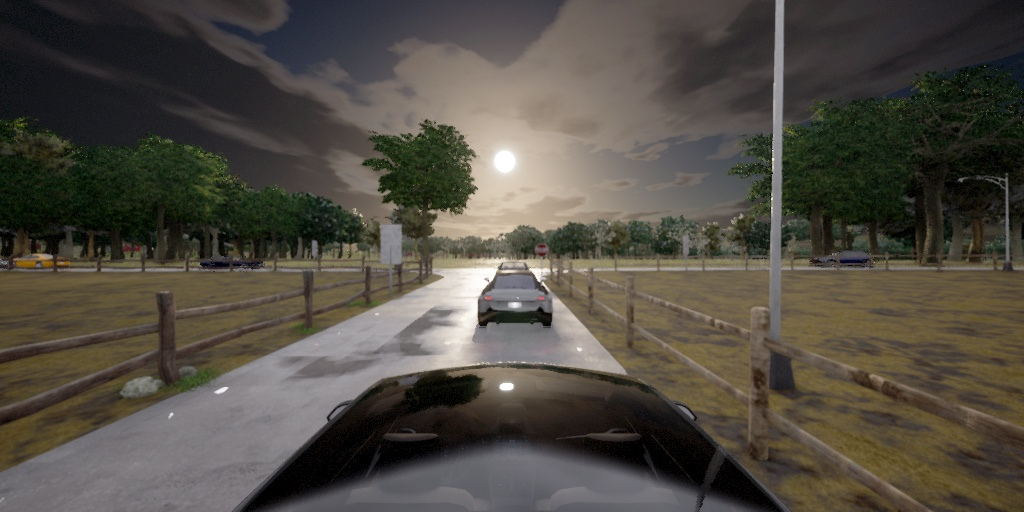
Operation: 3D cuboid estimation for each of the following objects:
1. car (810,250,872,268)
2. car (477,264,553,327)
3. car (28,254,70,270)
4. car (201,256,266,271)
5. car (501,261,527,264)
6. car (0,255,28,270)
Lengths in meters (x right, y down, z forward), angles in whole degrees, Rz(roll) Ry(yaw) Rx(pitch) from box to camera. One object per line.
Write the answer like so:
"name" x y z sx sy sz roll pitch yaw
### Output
"car" 31.812 0.267 34.834 4.553 1.767 2.097 0 0 7
"car" 0.084 1.108 10.656 1.994 1.385 4.181 0 1 0
"car" -47.091 0.559 35.582 5.008 1.535 1.882 0 0 1
"car" -25.296 0.680 32.708 4.718 1.301 1.895 0 0 0
"car" 0.102 0.951 20.110 1.895 1.301 4.718 0 1 1
"car" -48.348 0.559 32.751 4.902 1.511 2.128 0 0 0
